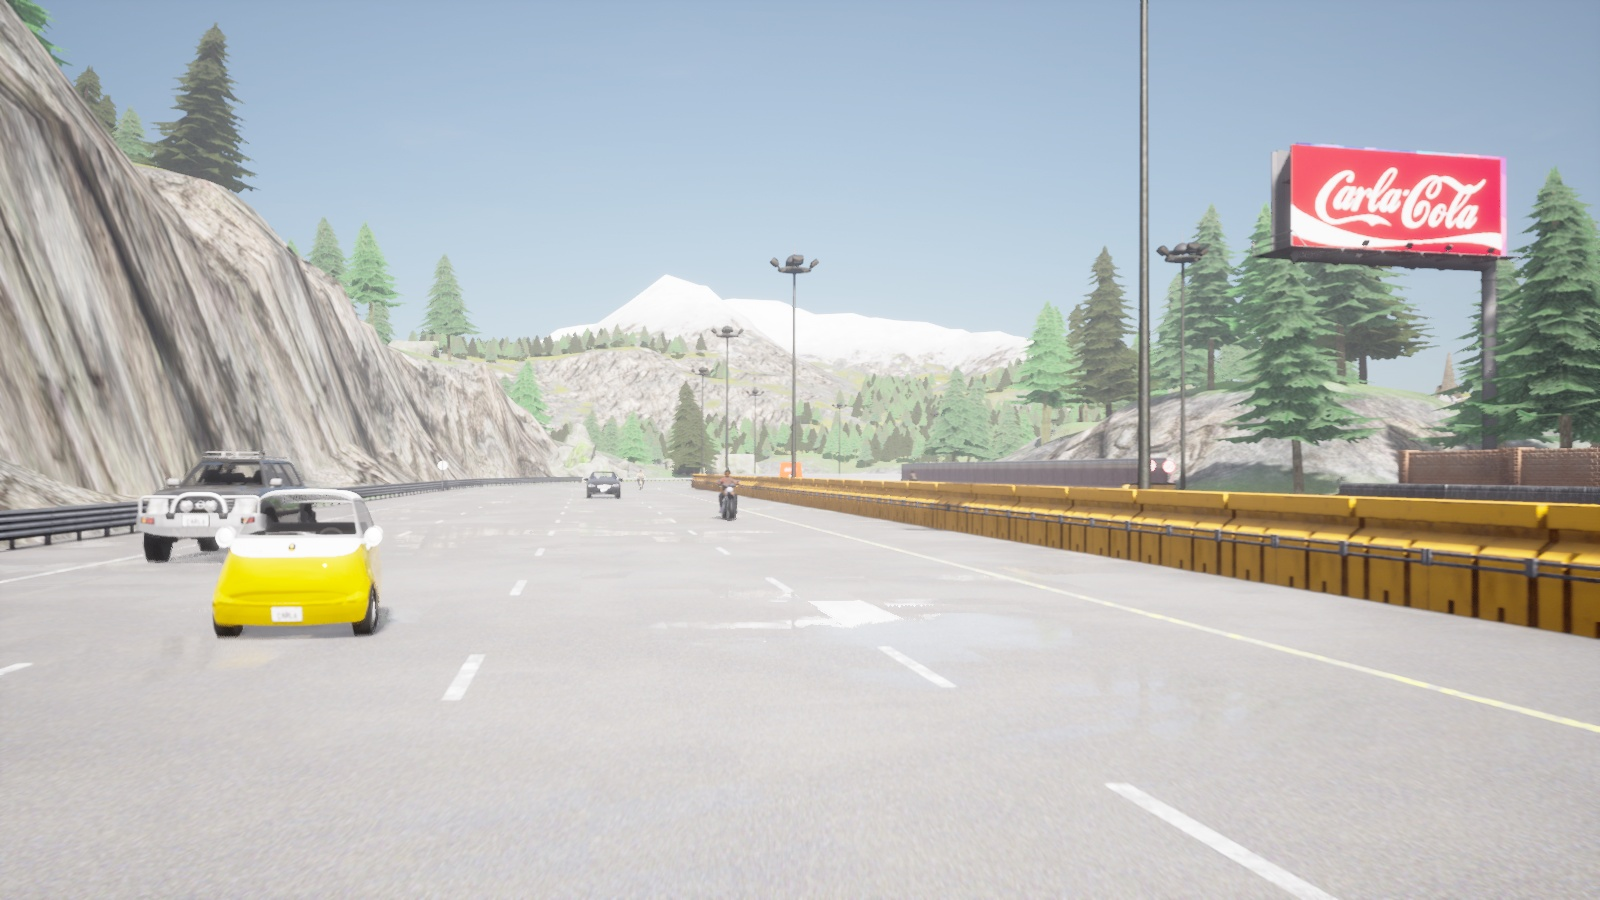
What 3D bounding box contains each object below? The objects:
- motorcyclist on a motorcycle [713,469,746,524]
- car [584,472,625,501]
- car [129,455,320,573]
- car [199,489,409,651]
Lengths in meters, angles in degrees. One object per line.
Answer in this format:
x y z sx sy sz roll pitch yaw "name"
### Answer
-2.240 1.436 39.525 0.766 1.649 2.350 0 -1 -10 "motorcyclist on a motorcycle"
-10.818 1.975 69.267 2.128 1.511 4.902 0 -1 -10 "car"
-9.974 1.043 22.177 1.932 1.855 4.605 0 -1 -10 "car"
-4.758 1.096 12.302 1.481 1.376 2.207 0 -1 -10 "car"
